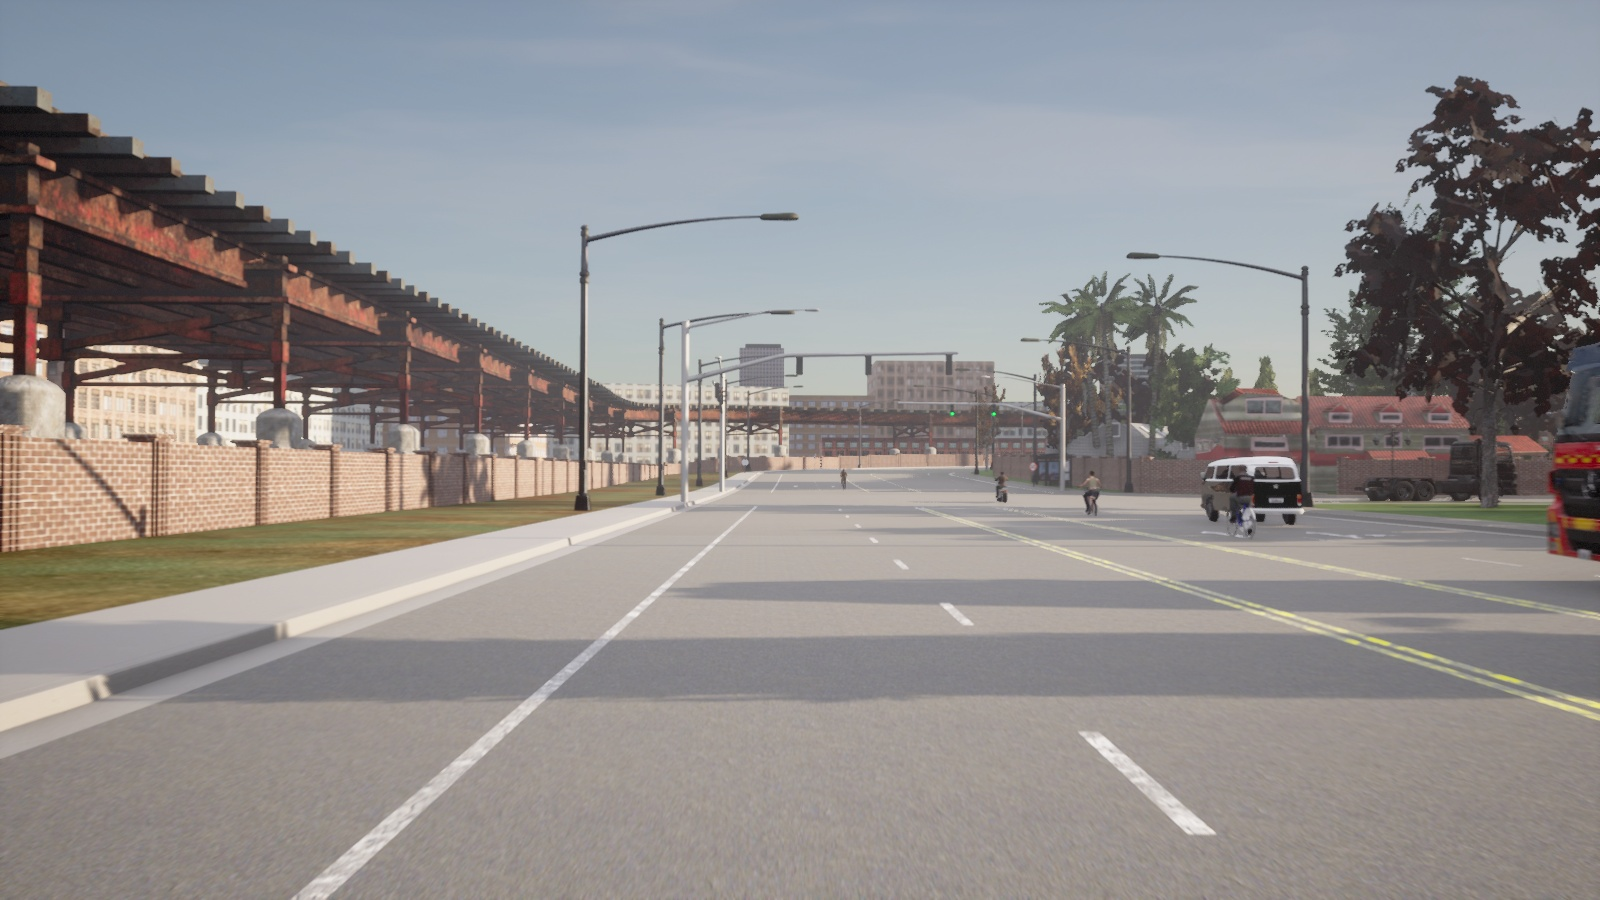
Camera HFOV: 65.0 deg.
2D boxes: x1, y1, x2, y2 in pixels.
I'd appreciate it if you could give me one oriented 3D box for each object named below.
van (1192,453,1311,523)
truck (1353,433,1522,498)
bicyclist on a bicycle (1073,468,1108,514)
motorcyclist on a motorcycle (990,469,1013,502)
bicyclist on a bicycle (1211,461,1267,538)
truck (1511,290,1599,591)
[{"bbox_3d":[13.898,1.135,38.958,2.069,2.038,4.480,0,-1,0],"label":"van"},{"bbox_3d":[34.841,0.845,68.779,7.936,3.462,2.891,0,-1,-7],"label":"truck"},{"bbox_3d":[10.390,1.461,44.913,0.866,1.612,1.509,0,-1,0],"label":"bicyclist on a bicycle"},{"bbox_3d":[10.335,1.800,64.488,0.766,1.649,2.350,0,-1,0],"label":"motorcyclist on a motorcycle"},{"bbox_3d":[10.450,1.143,29.960,0.659,1.776,1.843,-1,0,-1],"label":"bicyclist on a bicycle"},{"bbox_3d":[14.609,-0.129,16.689,8.468,3.827,2.891,0,-1,9],"label":"truck"}]
